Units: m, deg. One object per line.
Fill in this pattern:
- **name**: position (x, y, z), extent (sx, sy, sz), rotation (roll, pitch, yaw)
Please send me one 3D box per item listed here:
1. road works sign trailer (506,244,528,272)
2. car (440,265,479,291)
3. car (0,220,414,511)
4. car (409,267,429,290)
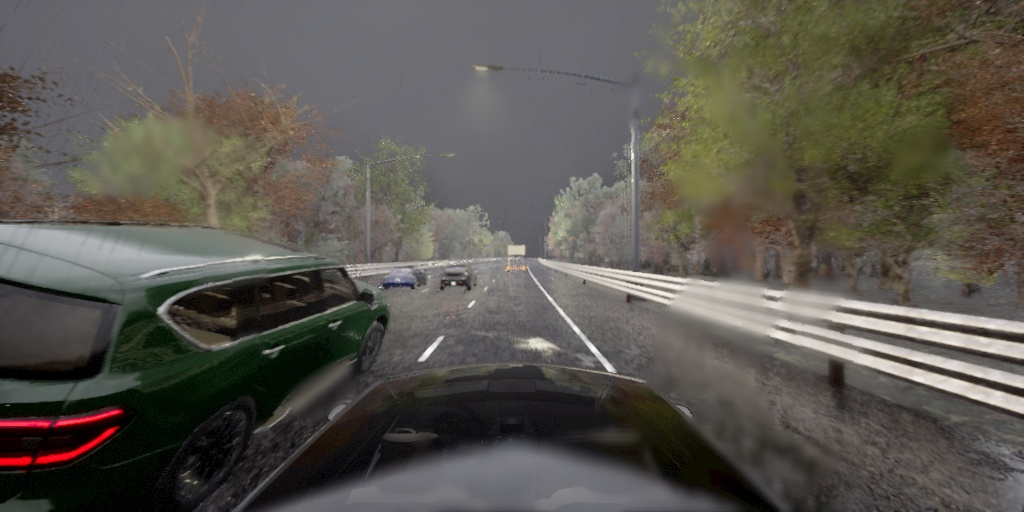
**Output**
- **road works sign trailer**: position (0.556, 0.294, 45.909), extent (2.380, 3.560, 2.880), rotation (0, 0, 2)
- **car**: position (-3.273, 1.299, 22.615), extent (1.837, 1.490, 4.892), rotation (0, 0, 1)
- **car**: position (-3.261, 0.781, 4.368), extent (2.150, 2.045, 5.566), rotation (15, 3, -1)
- **car**: position (-6.740, 1.358, 23.187), extent (1.994, 1.385, 4.181), rotation (0, 0, 0)
